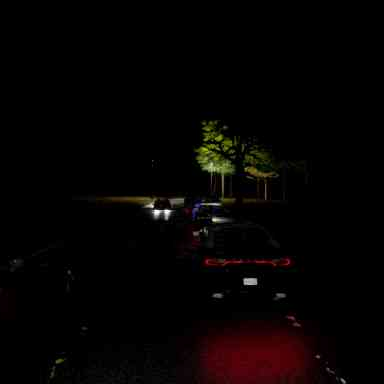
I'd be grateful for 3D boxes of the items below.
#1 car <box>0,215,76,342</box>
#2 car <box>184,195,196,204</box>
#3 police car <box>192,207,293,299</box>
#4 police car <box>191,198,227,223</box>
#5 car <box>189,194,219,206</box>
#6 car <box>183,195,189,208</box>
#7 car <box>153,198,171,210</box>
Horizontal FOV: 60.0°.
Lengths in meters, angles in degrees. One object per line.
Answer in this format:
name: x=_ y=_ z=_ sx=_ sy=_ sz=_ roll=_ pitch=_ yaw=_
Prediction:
car: x=-3.598 y=1.347 z=5.404 sx=2.097 sy=1.767 sz=4.553 roll=0 pitch=0 yaw=0
car: x=-0.307 y=1.300 z=59.623 sx=2.033 sy=1.411 sz=5.357 roll=0 pitch=0 yaw=-1
police car: x=1.057 y=1.416 z=8.614 sx=1.930 sy=1.638 sz=5.238 roll=0 pitch=0 yaw=0
police car: x=1.047 y=1.391 z=18.620 sx=1.930 sy=1.638 sz=5.238 roll=0 pitch=0 yaw=0
car: x=1.028 y=1.167 z=24.542 sx=2.150 sy=2.045 sz=5.566 roll=0 pitch=0 yaw=0
car: x=-0.128 y=1.326 z=45.214 sx=2.128 sy=1.511 sz=4.902 roll=0 pitch=0 yaw=0
car: x=-3.625 y=1.423 z=40.901 sx=1.994 sy=1.385 sz=4.181 roll=0 pitch=0 yaw=0
